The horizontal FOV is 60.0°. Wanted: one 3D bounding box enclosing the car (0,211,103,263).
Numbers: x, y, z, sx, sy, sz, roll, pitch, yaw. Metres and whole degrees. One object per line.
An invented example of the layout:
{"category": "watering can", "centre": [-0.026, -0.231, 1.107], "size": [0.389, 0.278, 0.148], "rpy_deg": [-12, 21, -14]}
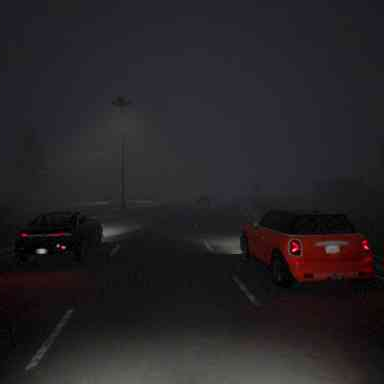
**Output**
{"category": "car", "centre": [-4.422, 1.418, 11.720], "size": [2.128, 1.511, 4.902], "rpy_deg": [-1, 1, -5]}

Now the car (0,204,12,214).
{"category": "car", "centre": [-14.244, 1.305, 21.100], "size": [2.097, 1.767, 4.553], "rpy_deg": [-1, 1, 16]}

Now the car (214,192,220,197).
{"category": "car", "centre": [5.672, 0.631, 79.079], "size": [1.895, 1.301, 4.718], "rpy_deg": [-1, 1, 7]}

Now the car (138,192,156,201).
{"category": "car", "centre": [-8.074, 0.911, 62.309], "size": [1.837, 1.490, 4.892], "rpy_deg": [-1, 1, 8]}

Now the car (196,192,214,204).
{"category": "car", "centre": [1.790, 0.966, 47.673], "size": [1.812, 1.442, 4.674], "rpy_deg": [-1, 1, 7]}

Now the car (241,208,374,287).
{"category": "car", "centre": [2.796, 1.210, 9.141], "size": [2.097, 1.767, 4.553], "rpy_deg": [-1, 1, -5]}

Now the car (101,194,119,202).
{"category": "car", "centre": [-15.179, 1.110, 61.870], "size": [1.895, 1.301, 4.718], "rpy_deg": [-1, 1, 8]}

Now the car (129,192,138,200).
{"category": "car", "centre": [-11.010, 0.743, 66.831], "size": [2.097, 1.767, 4.553], "rpy_deg": [-1, 0, 7]}
